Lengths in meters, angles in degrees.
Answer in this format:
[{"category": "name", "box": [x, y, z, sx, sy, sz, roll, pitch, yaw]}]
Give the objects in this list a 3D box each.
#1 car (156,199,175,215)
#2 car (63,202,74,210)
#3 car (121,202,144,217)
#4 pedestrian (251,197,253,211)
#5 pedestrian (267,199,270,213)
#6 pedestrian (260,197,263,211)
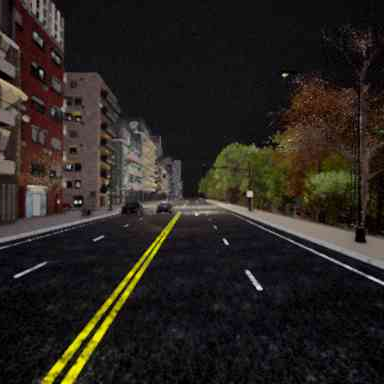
[{"category": "car", "box": [-3.259, 1.957, 40.605, 2.033, 1.411, 5.357, 0, -1, 0]}, {"category": "car", "box": [-22.767, 2.436, 58.198, 4.206, 1.307, 1.802, -1, 0, -1]}, {"category": "car", "box": [-6.545, 1.849, 36.908, 1.882, 1.535, 5.008, 0, -1, 0]}, {"category": "pedestrian", "box": [8.027, 1.589, 44.376, 0.375, 1.860, 0.375, 0, -1, 0]}, {"category": "pedestrian", "box": [10.027, 1.771, 43.774, 0.375, 1.860, 0.375, 0, -1, 0]}, {"category": "pedestrian", "box": [9.026, 1.577, 43.176, 0.375, 1.860, 0.375, 0, -1, 0]}]
